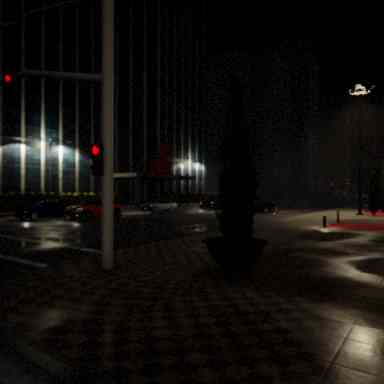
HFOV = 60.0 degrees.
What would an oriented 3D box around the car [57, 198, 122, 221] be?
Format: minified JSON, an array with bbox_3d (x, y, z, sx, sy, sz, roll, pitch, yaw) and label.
[{"bbox_3d":[-7.770,1.280,26.196,2.097,1.767,4.553,0,0,35],"label":"car"}]

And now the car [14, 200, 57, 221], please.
[{"bbox_3d":[-11.607,1.393,26.815,1.882,1.535,5.008,0,0,35],"label":"car"}]

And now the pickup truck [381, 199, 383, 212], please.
[{"bbox_3d":[21.734,1.054,33.201,6.274,2.098,2.390,0,0,-25],"label":"pickup truck"}]

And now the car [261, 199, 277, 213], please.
[{"bbox_3d":[7.617,1.456,35.712,1.837,1.490,4.892,0,0,35],"label":"car"}]

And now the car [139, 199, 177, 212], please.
[{"bbox_3d":[-3.811,1.515,38.017,1.895,1.301,4.718,0,0,35],"label":"car"}]

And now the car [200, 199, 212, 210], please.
[{"bbox_3d":[2.889,1.279,41.497,2.097,1.767,4.553,0,0,35],"label":"car"}]
